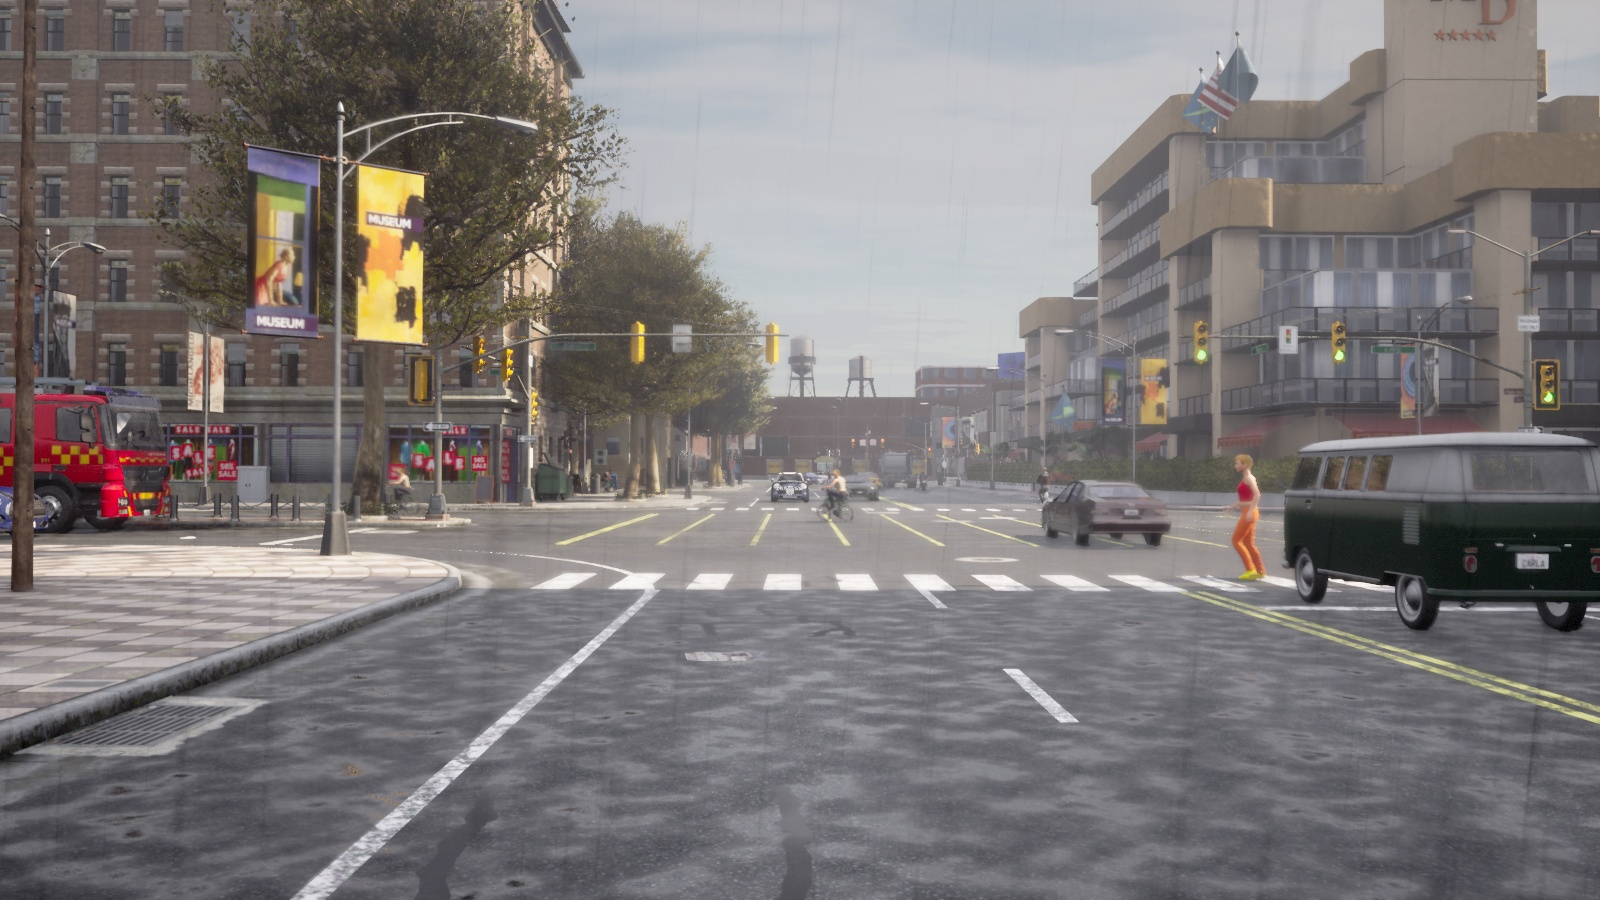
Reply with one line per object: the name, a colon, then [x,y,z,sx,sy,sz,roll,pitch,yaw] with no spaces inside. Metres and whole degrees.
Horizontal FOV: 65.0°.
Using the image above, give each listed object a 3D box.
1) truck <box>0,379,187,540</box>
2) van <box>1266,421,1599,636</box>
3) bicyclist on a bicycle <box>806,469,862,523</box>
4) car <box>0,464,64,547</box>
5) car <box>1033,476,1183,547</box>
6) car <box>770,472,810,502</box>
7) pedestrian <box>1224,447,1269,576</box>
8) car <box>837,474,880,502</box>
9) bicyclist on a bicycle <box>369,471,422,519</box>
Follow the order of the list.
truck: [-20.230,0.255,31.284,8.468,3.827,2.891,0,-1,0]
van: [6.896,0.771,13.886,1.775,1.987,4.442,0,-1,0]
bicyclist on a bicycle: [1.037,1.388,38.284,0.866,1.612,1.509,-1,0,-45]
car: [-19.190,1.215,27.790,4.553,1.767,2.097,0,-1,1]
car: [6.784,1.310,28.337,2.033,1.411,5.357,0,-1,0]
car: [-0.490,1.848,63.661,1.970,1.475,3.806,0,-1,0]
pedestrian: [6.439,0.886,18.135,0.594,1.836,0.345,-1,-1,19]
car: [2.995,1.956,65.030,1.994,1.385,4.181,0,-1,-1]
bicyclist on a bicycle: [-13.760,1.523,42.774,1.509,1.612,0.866,0,-1,0]
